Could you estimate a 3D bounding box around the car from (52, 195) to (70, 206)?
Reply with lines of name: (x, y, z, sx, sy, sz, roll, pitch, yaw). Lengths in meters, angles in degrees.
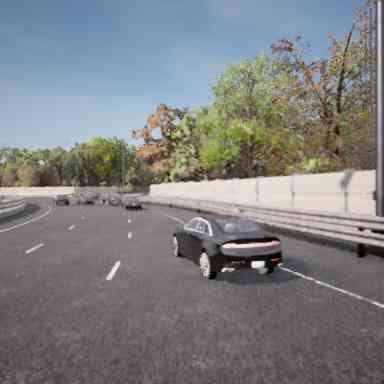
car: (-19.334, 1.241, 49.047, 1.837, 1.490, 4.892, -1, 1, -30)

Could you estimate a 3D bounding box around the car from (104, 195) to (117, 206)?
car: (-10.655, 1.192, 47.046, 2.128, 1.511, 4.902, -1, 0, -21)

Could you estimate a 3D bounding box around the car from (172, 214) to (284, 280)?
car: (0.761, 1.411, 9.821, 2.128, 1.511, 4.902, -1, 0, -18)

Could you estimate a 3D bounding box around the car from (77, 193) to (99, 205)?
car: (-16.193, 1.253, 50.603, 2.033, 1.411, 5.357, -1, 1, -30)

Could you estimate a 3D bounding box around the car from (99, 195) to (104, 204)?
car: (-12.781, 1.181, 51.853, 1.837, 1.490, 4.892, -1, 1, -30)

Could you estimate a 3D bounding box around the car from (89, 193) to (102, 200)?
car: (-22.104, 1.070, 76.026, 2.128, 1.511, 4.902, 0, 0, -8)

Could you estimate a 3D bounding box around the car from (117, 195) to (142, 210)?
car: (-7.066, 1.309, 38.370, 1.994, 1.385, 4.181, 0, 0, -20)
